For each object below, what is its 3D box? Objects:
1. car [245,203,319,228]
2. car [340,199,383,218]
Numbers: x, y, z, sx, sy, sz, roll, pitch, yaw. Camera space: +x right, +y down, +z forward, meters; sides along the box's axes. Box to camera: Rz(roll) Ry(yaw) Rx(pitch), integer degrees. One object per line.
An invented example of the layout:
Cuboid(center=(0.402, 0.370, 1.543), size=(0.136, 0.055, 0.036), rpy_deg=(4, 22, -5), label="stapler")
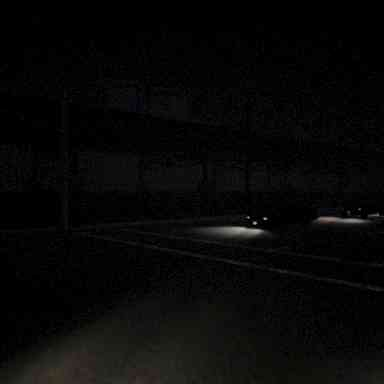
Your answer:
Cuboid(center=(5.870, 1.418, 21.188), size=(5.357, 1.411, 2.033), rpy_deg=(-1, 1, -36), label="car")
Cuboid(center=(13.962, 1.273, 26.989), size=(4.674, 1.442, 1.812), rpy_deg=(-1, 1, -36), label="car")
